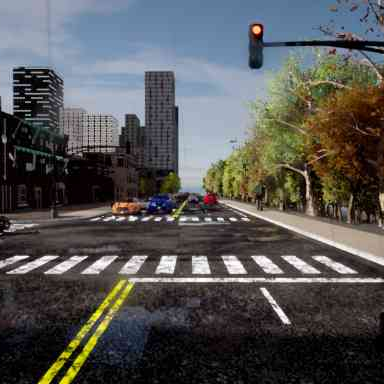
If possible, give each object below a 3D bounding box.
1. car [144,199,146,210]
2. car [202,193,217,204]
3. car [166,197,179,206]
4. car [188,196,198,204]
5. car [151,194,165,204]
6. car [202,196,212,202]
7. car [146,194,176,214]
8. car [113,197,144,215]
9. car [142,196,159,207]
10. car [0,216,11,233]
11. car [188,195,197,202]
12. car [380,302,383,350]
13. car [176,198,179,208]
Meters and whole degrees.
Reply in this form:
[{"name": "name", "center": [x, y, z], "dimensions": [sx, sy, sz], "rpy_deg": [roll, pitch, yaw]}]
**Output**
[{"name": "car", "center": [-6.492, 1.587, 42.722], "dimensions": [1.895, 1.301, 4.718], "rpy_deg": [0, 0, 0]}, {"name": "car", "center": [3.485, 1.200, 62.088], "dimensions": [2.150, 2.045, 5.566], "rpy_deg": [0, 0, 0]}, {"name": "car", "center": [-3.216, 1.581, 54.917], "dimensions": [1.895, 1.301, 4.718], "rpy_deg": [0, 0, 0]}, {"name": "car", "center": [0.234, 1.578, 62.049], "dimensions": [1.895, 1.301, 4.718], "rpy_deg": [0, 0, 0]}, {"name": "car", "center": [-6.419, 1.329, 62.782], "dimensions": [2.097, 1.767, 4.553], "rpy_deg": [0, 0, 1]}, {"name": "car", "center": [3.416, 1.523, 75.928], "dimensions": [1.994, 1.385, 4.181], "rpy_deg": [0, 0, 0]}, {"name": "car", "center": [-3.261, 1.210, 35.885], "dimensions": [2.150, 2.045, 5.566], "rpy_deg": [0, 0, 0]}, {"name": "car", "center": [-6.550, 1.342, 33.736], "dimensions": [2.097, 1.767, 4.553], "rpy_deg": [0, 0, 1]}, {"name": "car", "center": [-6.472, 1.473, 52.726], "dimensions": [2.128, 1.511, 4.902], "rpy_deg": [0, 0, 0]}, {"name": "car", "center": [-12.356, 1.586, 17.646], "dimensions": [5.008, 1.535, 1.882], "rpy_deg": [-2, 1, -3]}, {"name": "car", "center": [0.162, 1.510, 75.670], "dimensions": [2.033, 1.411, 5.357], "rpy_deg": [0, 0, 0]}, {"name": "car", "center": [3.357, 1.491, 2.396], "dimensions": [2.128, 1.511, 4.902], "rpy_deg": [0, 0, 0]}, {"name": "car", "center": [-3.232, 1.337, 45.576], "dimensions": [2.097, 1.767, 4.553], "rpy_deg": [0, 0, 0]}]
